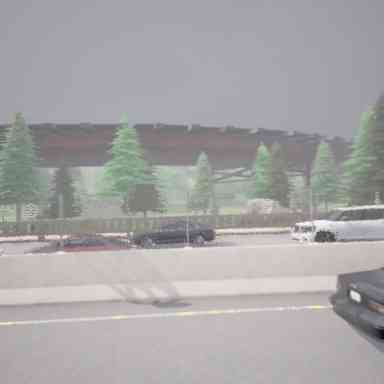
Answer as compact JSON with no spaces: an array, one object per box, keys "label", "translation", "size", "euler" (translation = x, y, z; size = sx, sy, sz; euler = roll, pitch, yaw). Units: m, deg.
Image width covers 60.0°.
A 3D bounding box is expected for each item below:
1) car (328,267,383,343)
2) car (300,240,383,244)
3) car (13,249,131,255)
[{"label":"car","translation":[5.132,1.645,5.403],"size":[5.357,1.411,2.033],"euler":[-2,-2,-1]},{"label":"car","translation":[7.729,1.702,16.160],"size":[5.566,2.045,2.150],"euler":[-2,-3,0]},{"label":"car","translation":[-4.273,2.224,12.035],"size":[4.181,1.385,1.994],"euler":[-2,-2,-4]}]
